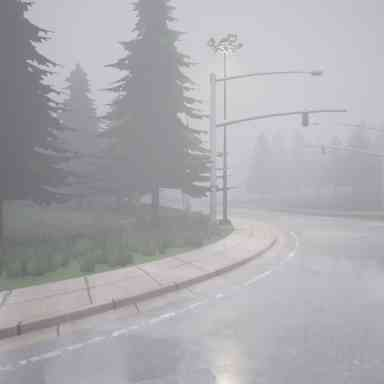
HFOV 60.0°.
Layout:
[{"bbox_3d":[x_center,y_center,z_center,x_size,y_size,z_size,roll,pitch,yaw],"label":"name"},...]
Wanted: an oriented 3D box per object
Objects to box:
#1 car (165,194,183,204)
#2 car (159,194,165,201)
[{"bbox_3d":[-3.165,1.547,65.415,2.033,1.411,5.357,0,0,-21],"label":"car"},{"bbox_3d":[-7.033,1.186,75.158,2.150,2.045,5.566,0,0,-21],"label":"car"}]
